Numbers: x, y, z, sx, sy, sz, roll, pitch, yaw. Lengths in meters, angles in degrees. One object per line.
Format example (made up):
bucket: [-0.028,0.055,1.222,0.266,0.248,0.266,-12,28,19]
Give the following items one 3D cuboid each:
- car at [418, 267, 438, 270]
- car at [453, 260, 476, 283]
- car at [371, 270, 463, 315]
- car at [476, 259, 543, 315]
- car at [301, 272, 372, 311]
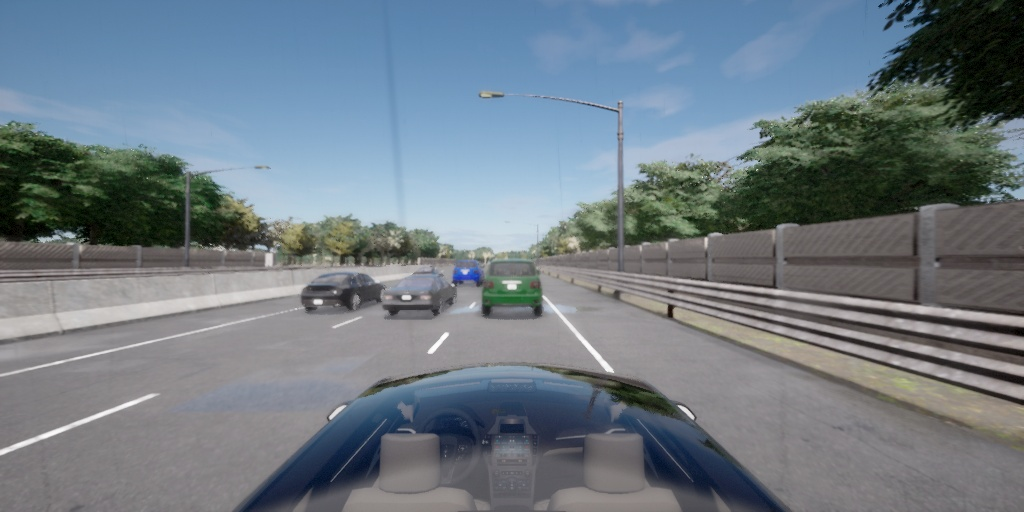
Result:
car: [-6.972,1.660,30.386,2.128,1.511,4.902,0,-1,1]
car: [-3.484,1.376,29.445,2.150,2.045,5.566,0,-1,0]
car: [-3.488,1.456,14.393,2.033,1.411,5.357,0,-1,0]
car: [0.013,1.134,14.441,2.150,2.045,5.566,0,-1,0]
car: [-6.976,1.430,15.369,1.837,1.490,4.892,0,0,1]
